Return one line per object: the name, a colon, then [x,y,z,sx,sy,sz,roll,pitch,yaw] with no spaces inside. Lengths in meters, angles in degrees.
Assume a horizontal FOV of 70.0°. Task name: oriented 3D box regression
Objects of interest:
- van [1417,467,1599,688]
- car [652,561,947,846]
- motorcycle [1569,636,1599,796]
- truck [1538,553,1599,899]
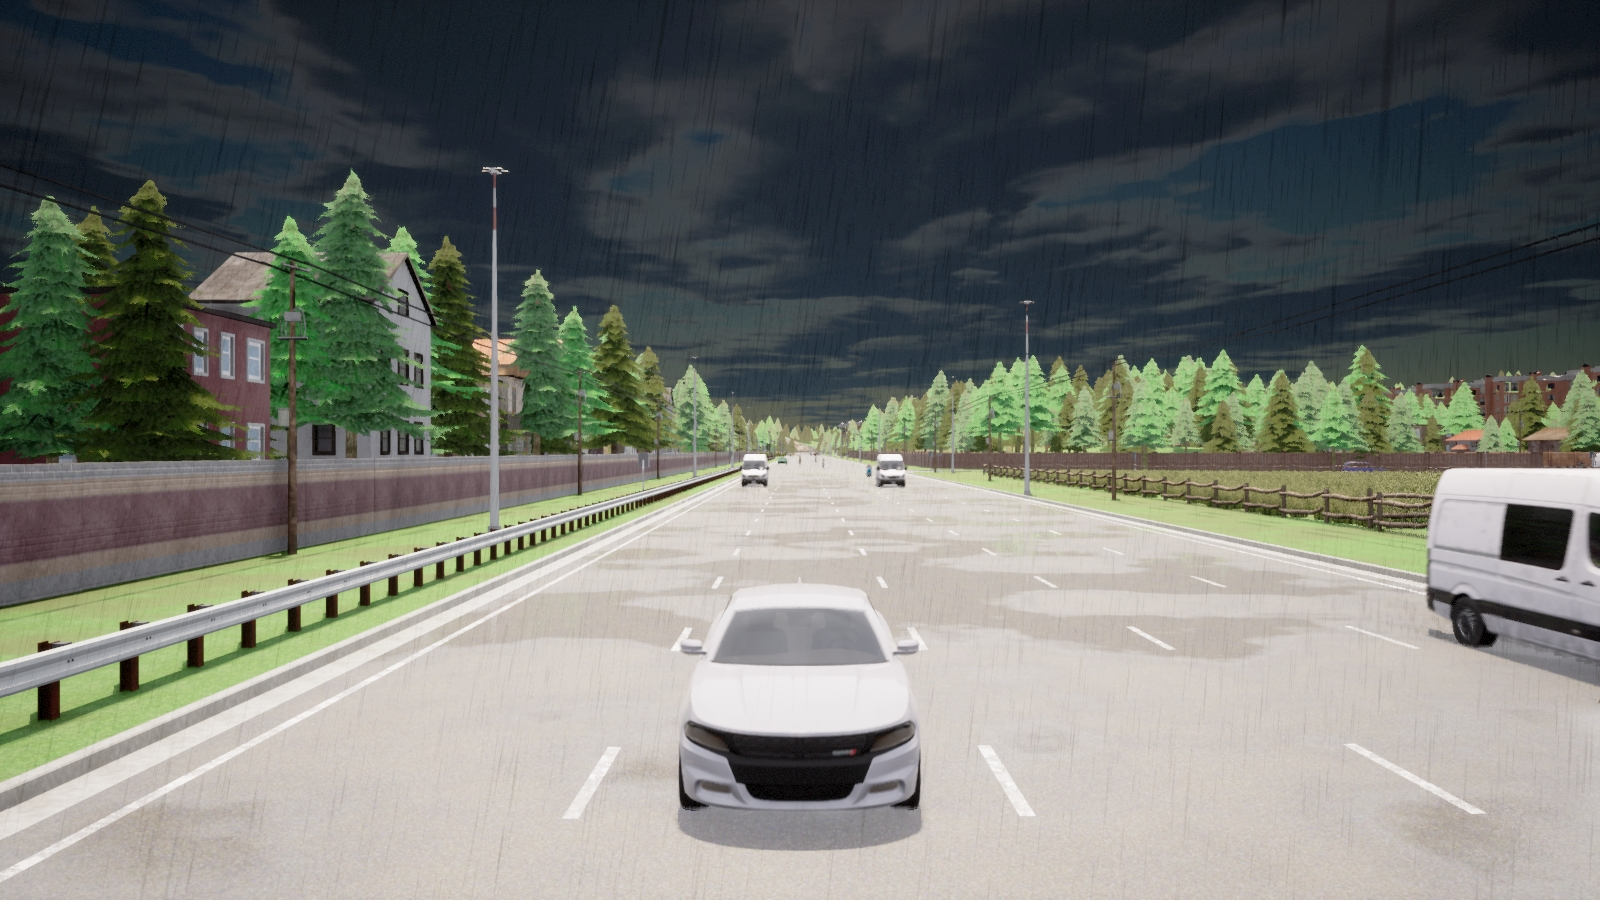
van: [10.494,1.545,14.628,1.988,2.561,5.915,0,0,0]
car: [-0.002,2.042,10.617,2.097,1.535,5.006,0,0,0]
motorcycle: [6.998,2.212,8.642,0.867,1.251,2.209,0,0,0]
truck: [3.606,1.567,1.001,2.627,2.467,5.204,0,0,1]
